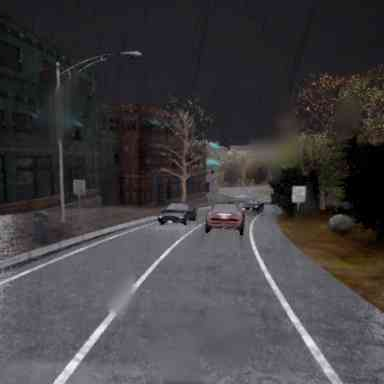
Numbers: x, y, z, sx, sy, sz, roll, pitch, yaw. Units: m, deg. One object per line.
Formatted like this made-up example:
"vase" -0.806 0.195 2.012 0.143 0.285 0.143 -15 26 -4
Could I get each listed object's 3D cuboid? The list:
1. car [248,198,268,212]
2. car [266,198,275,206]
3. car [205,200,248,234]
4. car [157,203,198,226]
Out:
"car" 7.395 1.670 39.531 1.895 1.301 4.718 2 0 20
"car" 14.214 1.790 61.973 1.994 1.385 4.181 3 1 30
"car" 2.046 1.324 19.508 2.097 1.767 4.553 1 0 10
"car" -0.832 1.450 23.136 2.033 1.411 5.357 1 0 11
